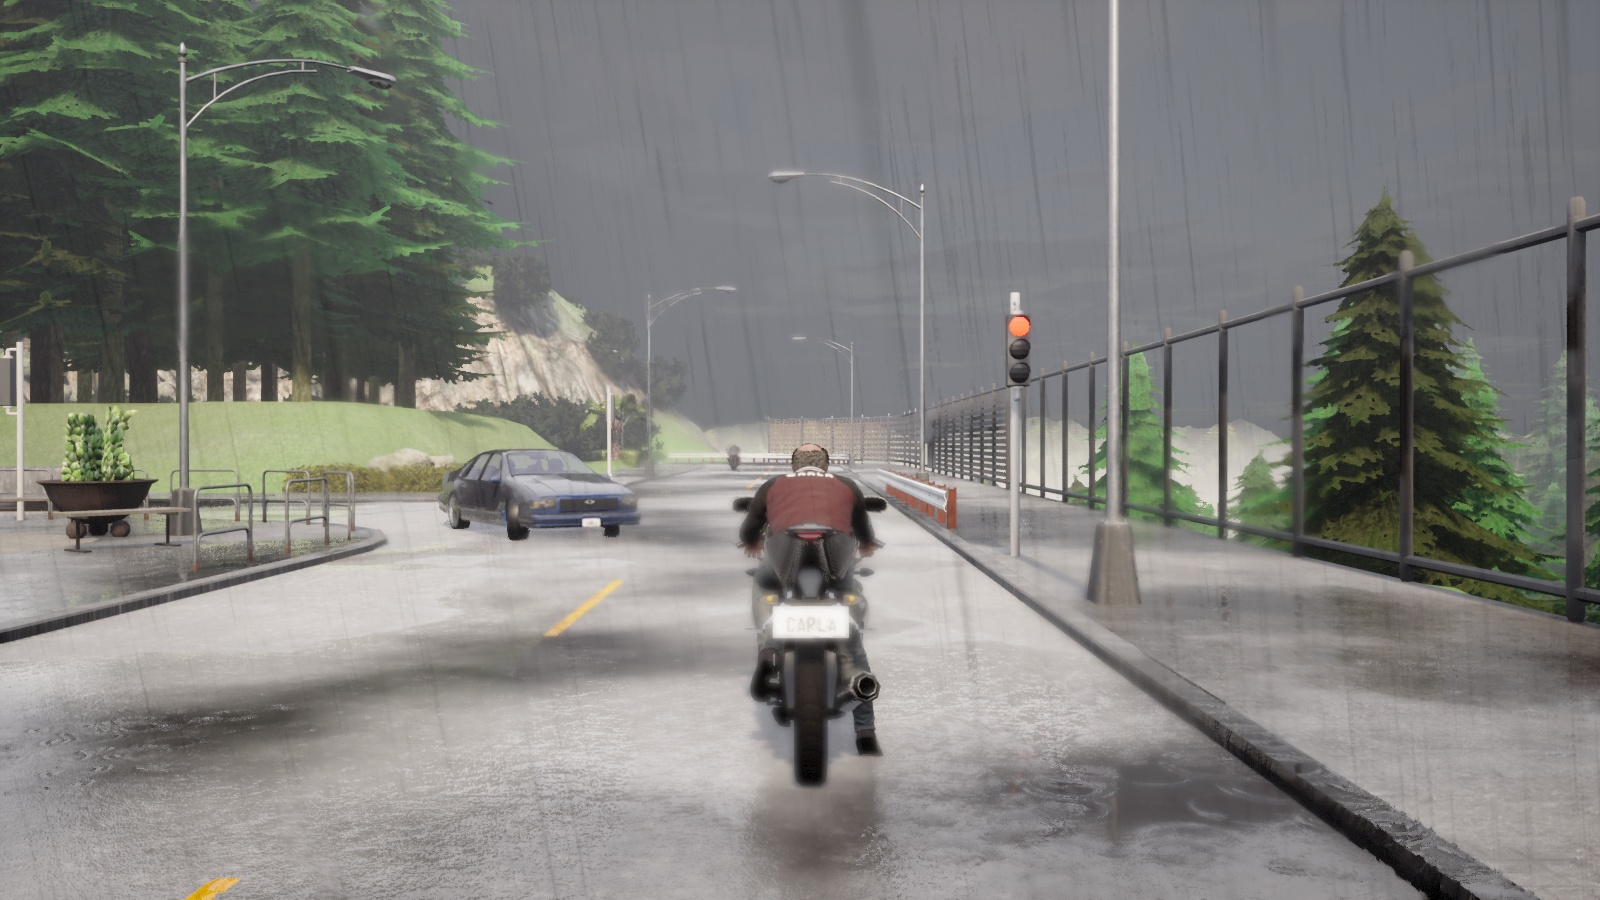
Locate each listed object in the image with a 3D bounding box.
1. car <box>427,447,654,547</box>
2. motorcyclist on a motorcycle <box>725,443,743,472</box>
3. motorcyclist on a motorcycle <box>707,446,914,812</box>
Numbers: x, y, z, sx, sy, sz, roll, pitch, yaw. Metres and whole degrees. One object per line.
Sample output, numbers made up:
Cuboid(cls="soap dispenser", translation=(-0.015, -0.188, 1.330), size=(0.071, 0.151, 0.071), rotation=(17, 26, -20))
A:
Cuboid(cls="car", translation=(-4.480, 0.672, 20.899), size=(2.033, 1.411, 5.357), rotation=(0, 0, -31))
Cuboid(cls="motorcyclist on a motorcycle", translation=(-3.570, 0.394, 68.055), size=(0.866, 1.530, 2.191), rotation=(0, 0, 1))
Cuboid(cls="motorcyclist on a motorcycle", translation=(0.051, 0.746, 6.361), size=(0.866, 1.530, 2.191), rotation=(0, 0, 0))
